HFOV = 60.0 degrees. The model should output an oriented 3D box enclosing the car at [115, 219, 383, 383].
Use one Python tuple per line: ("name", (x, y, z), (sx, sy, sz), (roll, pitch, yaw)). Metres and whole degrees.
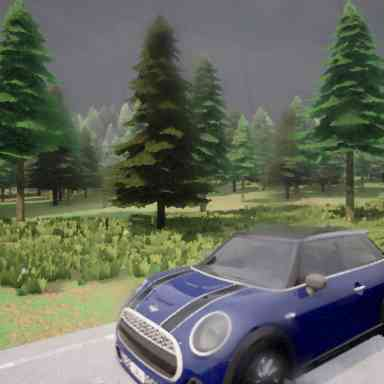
("car", (1.218, 1.353, 4.933), (4.553, 1.767, 2.097), (0, 0, -36))
